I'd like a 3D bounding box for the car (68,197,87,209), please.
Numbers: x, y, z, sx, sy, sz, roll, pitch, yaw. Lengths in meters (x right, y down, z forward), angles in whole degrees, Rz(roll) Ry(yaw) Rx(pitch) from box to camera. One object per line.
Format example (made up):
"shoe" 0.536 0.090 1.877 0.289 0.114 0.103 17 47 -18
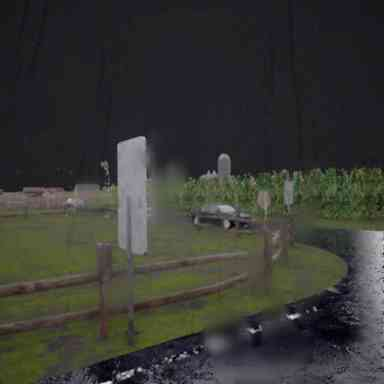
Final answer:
"car" -17.120 1.689 49.224 2.097 1.767 4.553 -1 0 -35

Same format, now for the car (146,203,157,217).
"car" -5.169 1.649 32.282 2.128 1.511 4.902 -1 0 -35

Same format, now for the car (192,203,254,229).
"car" 1.939 1.537 22.286 1.882 1.535 5.008 -1 0 -35
